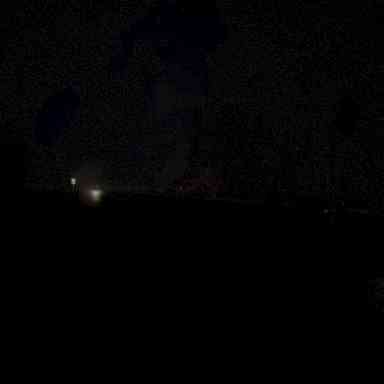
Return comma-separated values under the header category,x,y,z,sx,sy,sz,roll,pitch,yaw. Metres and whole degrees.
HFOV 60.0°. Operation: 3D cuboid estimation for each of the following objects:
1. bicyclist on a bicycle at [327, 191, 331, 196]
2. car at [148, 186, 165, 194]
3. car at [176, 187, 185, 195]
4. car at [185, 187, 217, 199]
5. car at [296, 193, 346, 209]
category,x,y,z,sx,sy,sz,roll,pitch,yaw
bicyclist on a bicycle,15.931,0.721,38.725,1.656,1.620,0.582,0,2,-36
car,-7.007,-0.423,65.398,1.994,1.385,4.181,0,2,-36
car,-0.910,-0.158,56.961,1.882,1.535,5.008,0,2,-35
car,1.653,0.146,48.416,2.128,1.511,4.902,0,2,-35
car,12.702,0.838,32.951,2.128,1.511,4.902,0,2,-36
